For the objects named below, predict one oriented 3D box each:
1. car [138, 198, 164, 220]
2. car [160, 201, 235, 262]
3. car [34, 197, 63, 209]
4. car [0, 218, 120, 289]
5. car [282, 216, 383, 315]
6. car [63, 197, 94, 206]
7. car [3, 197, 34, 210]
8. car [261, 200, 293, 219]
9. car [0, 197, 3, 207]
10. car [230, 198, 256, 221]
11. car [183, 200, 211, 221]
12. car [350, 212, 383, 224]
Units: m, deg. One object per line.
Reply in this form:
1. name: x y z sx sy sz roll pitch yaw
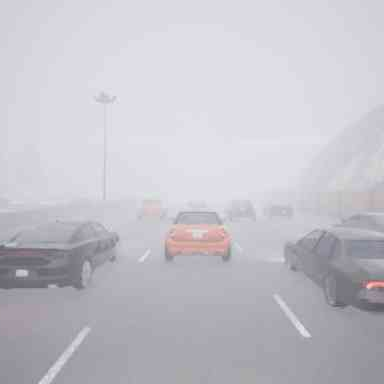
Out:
1. car: -3.114 1.292 27.533 2.097 1.767 4.553 0 0 1
2. car: 0.210 1.335 12.287 2.097 1.767 4.553 0 0 1
3. car: -17.131 1.370 41.045 1.812 1.442 4.674 0 0 1
4. car: -3.339 1.446 9.090 1.882 1.535 5.008 0 0 1
5. car: 3.641 1.555 7.847 2.033 1.411 5.357 0 0 1
6. car: -13.633 1.341 40.927 1.882 1.535 5.008 0 0 1
7. car: -20.632 1.352 40.887 1.812 1.442 4.674 0 0 1
8. car: 7.411 1.471 29.262 1.882 1.535 5.008 0 0 1
9. car: -24.134 1.286 40.521 1.882 1.535 5.008 0 0 1
10. car: 3.886 1.330 27.443 2.097 1.767 4.553 0 0 1
11. car: 0.389 1.450 27.766 2.128 1.511 4.902 0 0 1
12. car: 7.227 1.543 13.396 1.812 1.442 4.674 0 0 1
